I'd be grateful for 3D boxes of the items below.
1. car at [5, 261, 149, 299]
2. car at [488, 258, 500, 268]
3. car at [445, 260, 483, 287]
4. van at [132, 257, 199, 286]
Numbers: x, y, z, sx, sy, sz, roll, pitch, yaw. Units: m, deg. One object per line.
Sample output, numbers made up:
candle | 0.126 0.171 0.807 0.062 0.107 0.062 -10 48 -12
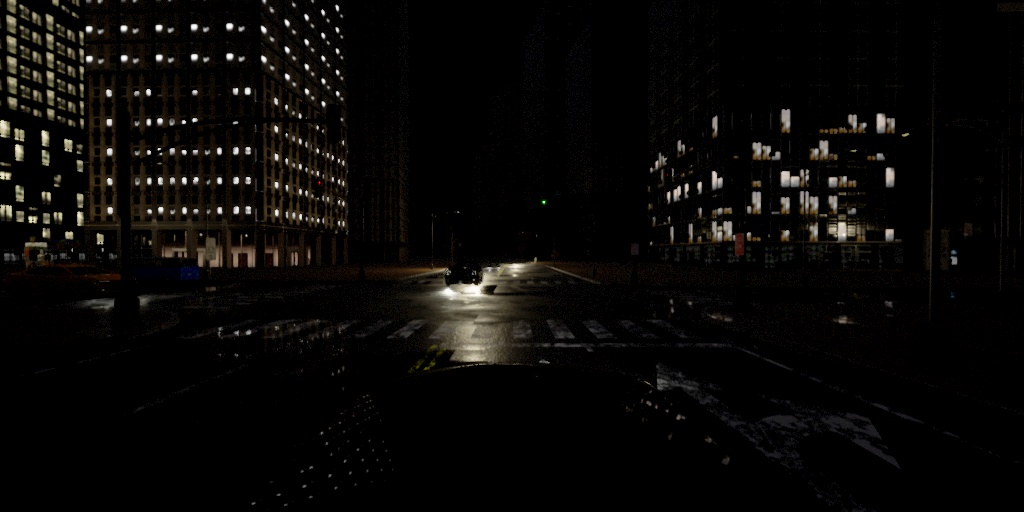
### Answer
car | -20.879 1.142 17.118 5.008 1.535 1.882 0 0 2
car | -3.000 1.139 60.134 1.837 1.490 4.892 0 0 0
car | -3.141 1.051 24.197 2.097 1.767 4.553 0 0 0
van | -22.555 0.949 23.082 3.998 1.789 1.690 0 0 2
